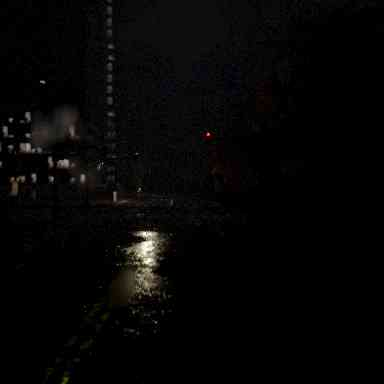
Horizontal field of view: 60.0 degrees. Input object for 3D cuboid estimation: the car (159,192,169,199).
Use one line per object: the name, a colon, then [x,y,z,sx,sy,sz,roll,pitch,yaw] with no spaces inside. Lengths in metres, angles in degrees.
car: [-5.703,0.719,67.222,2.033,1.411,5.357,0,1,-4]
